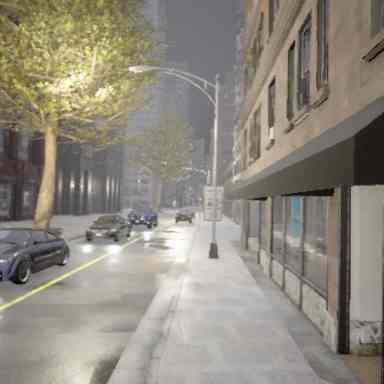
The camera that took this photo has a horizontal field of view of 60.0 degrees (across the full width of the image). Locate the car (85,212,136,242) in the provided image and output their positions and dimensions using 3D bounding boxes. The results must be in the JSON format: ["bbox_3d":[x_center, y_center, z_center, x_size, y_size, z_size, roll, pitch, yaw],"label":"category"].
[{"bbox_3d":[-5.000,2.168,20.527,1.812,1.442,4.674,2,-2,2],"label":"car"}]

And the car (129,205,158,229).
[{"bbox_3d":[-4.561,2.268,31.138,2.150,2.045,5.566,2,-2,2],"label":"car"}]

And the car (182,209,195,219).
[{"bbox_3d":[-0.460,3.535,54.139,1.812,1.442,4.674,2,-2,3],"label":"car"}]

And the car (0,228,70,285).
[{"bbox_3d":[-5.416,1.816,10.244,1.994,1.385,4.181,2,-2,2],"label":"car"}]

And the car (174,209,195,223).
[{"bbox_3d":[-0.989,3.031,40.823,1.812,1.442,4.674,2,-3,2],"label":"car"}]
